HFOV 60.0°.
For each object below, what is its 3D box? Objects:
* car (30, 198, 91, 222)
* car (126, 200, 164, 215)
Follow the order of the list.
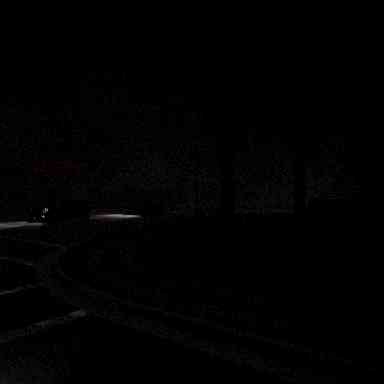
[{"bbox_3d":[-10.366,1.353,26.406,2.097,1.767,4.553,0,0,34],"label":"car"},{"bbox_3d":[-4.781,1.526,34.682,1.812,1.442,4.674,0,0,34],"label":"car"}]
